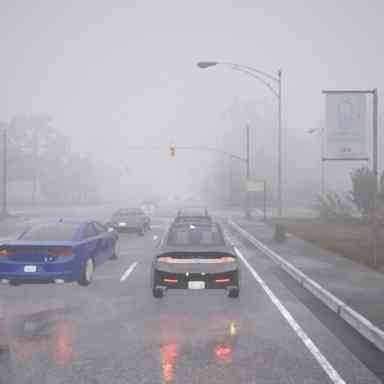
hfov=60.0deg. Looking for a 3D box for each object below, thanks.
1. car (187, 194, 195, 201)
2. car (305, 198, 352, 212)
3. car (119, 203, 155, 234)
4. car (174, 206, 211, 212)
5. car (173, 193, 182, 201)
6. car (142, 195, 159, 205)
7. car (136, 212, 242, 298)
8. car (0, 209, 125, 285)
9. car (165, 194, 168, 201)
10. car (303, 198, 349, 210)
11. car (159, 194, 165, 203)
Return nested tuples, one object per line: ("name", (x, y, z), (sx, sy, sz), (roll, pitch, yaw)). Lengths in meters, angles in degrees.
("car", (-0.302, 1.499, 85.713), (2.128, 1.511, 4.902), (0, 0, 0))
("car", (15.799, 1.517, 38.029), (4.674, 1.442, 1.812), (0, 0, 3))
("car", (-3.464, 1.560, 18.504), (1.994, 1.385, 4.181), (0, 0, 0))
("car", (0.038, 1.474, 18.004), (1.882, 1.535, 5.008), (0, 0, 0))
("car", (-3.800, 1.452, 85.318), (1.882, 1.535, 5.008), (0, 0, 0))
("car", (-7.278, 1.491, 56.622), (1.837, 1.490, 4.892), (0, 0, 0))
("car", (0.073, 1.490, 8.508), (2.128, 1.511, 4.902), (0, 0, 0))
("car", (-3.432, 1.475, 9.513), (1.882, 1.535, 5.008), (0, 0, 0))
("car", (-7.296, 1.335, 83.976), (2.097, 1.767, 4.553), (0, 0, 0))
("car", (16.668, 1.482, 41.487), (4.902, 1.511, 2.128), (0, 0, 3))
("car", (-7.244, 1.485, 69.347), (1.837, 1.490, 4.892), (0, 0, 0))
